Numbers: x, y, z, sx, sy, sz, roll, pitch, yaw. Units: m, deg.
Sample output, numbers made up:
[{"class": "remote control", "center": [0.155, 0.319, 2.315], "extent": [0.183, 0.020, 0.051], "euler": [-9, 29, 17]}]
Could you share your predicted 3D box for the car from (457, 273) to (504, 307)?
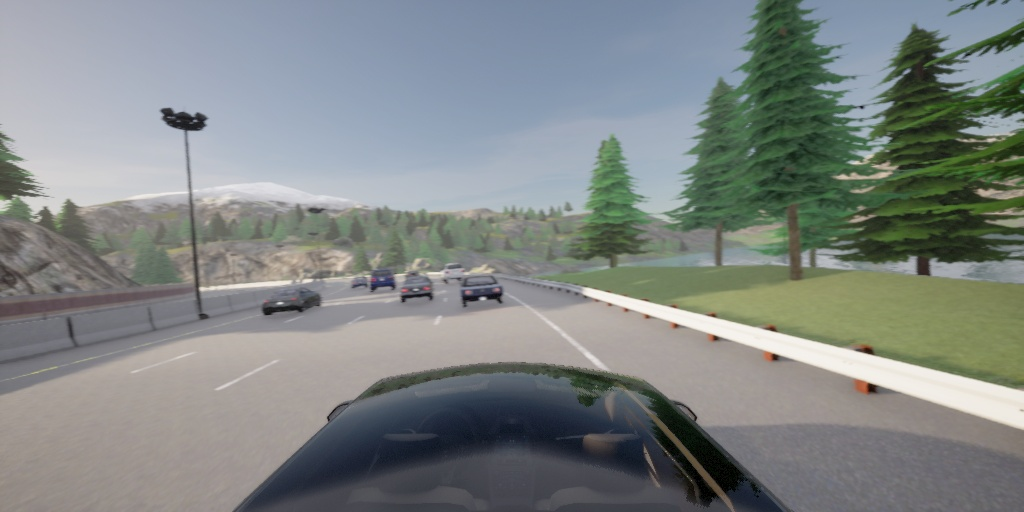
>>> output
[{"class": "car", "center": [-1.628, 1.630, 17.913], "extent": [1.895, 1.301, 4.718], "euler": [-5, -1, -9]}]

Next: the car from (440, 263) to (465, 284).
[{"class": "car", "center": [-6.551, 1.853, 39.481], "extent": [2.150, 2.045, 5.566], "euler": [-4, 0, -16]}]

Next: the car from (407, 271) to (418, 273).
[{"class": "car", "center": [-14.389, 2.899, 51.902], "extent": [1.837, 1.490, 4.892], "euler": [-4, -1, -21]}]

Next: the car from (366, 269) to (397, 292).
[{"class": "car", "center": [-12.484, 2.305, 34.914], "extent": [2.150, 2.045, 5.566], "euler": [-5, 0, -16]}]

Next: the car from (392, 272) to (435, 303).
[{"class": "car", "center": [-5.757, 1.956, 22.065], "extent": [2.033, 1.411, 5.357], "euler": [-5, -1, -11]}]

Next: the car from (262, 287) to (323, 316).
[{"class": "car", "center": [-12.708, 2.541, 20.968], "extent": [1.994, 1.385, 4.181], "euler": [-5, 0, -11]}]

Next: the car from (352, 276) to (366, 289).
[{"class": "car", "center": [-18.879, 3.249, 44.637], "extent": [2.033, 1.411, 5.357], "euler": [-4, -1, -21]}]
